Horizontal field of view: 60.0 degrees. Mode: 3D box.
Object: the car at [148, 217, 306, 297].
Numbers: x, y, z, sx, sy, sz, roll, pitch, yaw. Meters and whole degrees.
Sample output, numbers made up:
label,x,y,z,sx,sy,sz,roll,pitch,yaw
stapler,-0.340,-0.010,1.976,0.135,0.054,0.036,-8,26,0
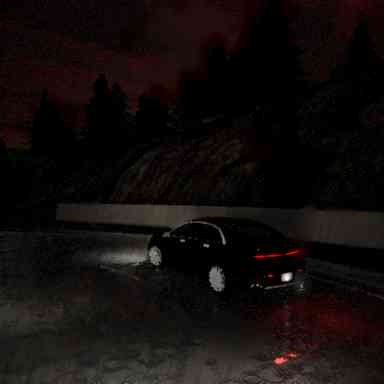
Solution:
label,x,y,z,sx,sy,sz,roll,pitch,yaw
car,0.530,1.390,8.459,1.837,1.490,4.892,0,0,-32
